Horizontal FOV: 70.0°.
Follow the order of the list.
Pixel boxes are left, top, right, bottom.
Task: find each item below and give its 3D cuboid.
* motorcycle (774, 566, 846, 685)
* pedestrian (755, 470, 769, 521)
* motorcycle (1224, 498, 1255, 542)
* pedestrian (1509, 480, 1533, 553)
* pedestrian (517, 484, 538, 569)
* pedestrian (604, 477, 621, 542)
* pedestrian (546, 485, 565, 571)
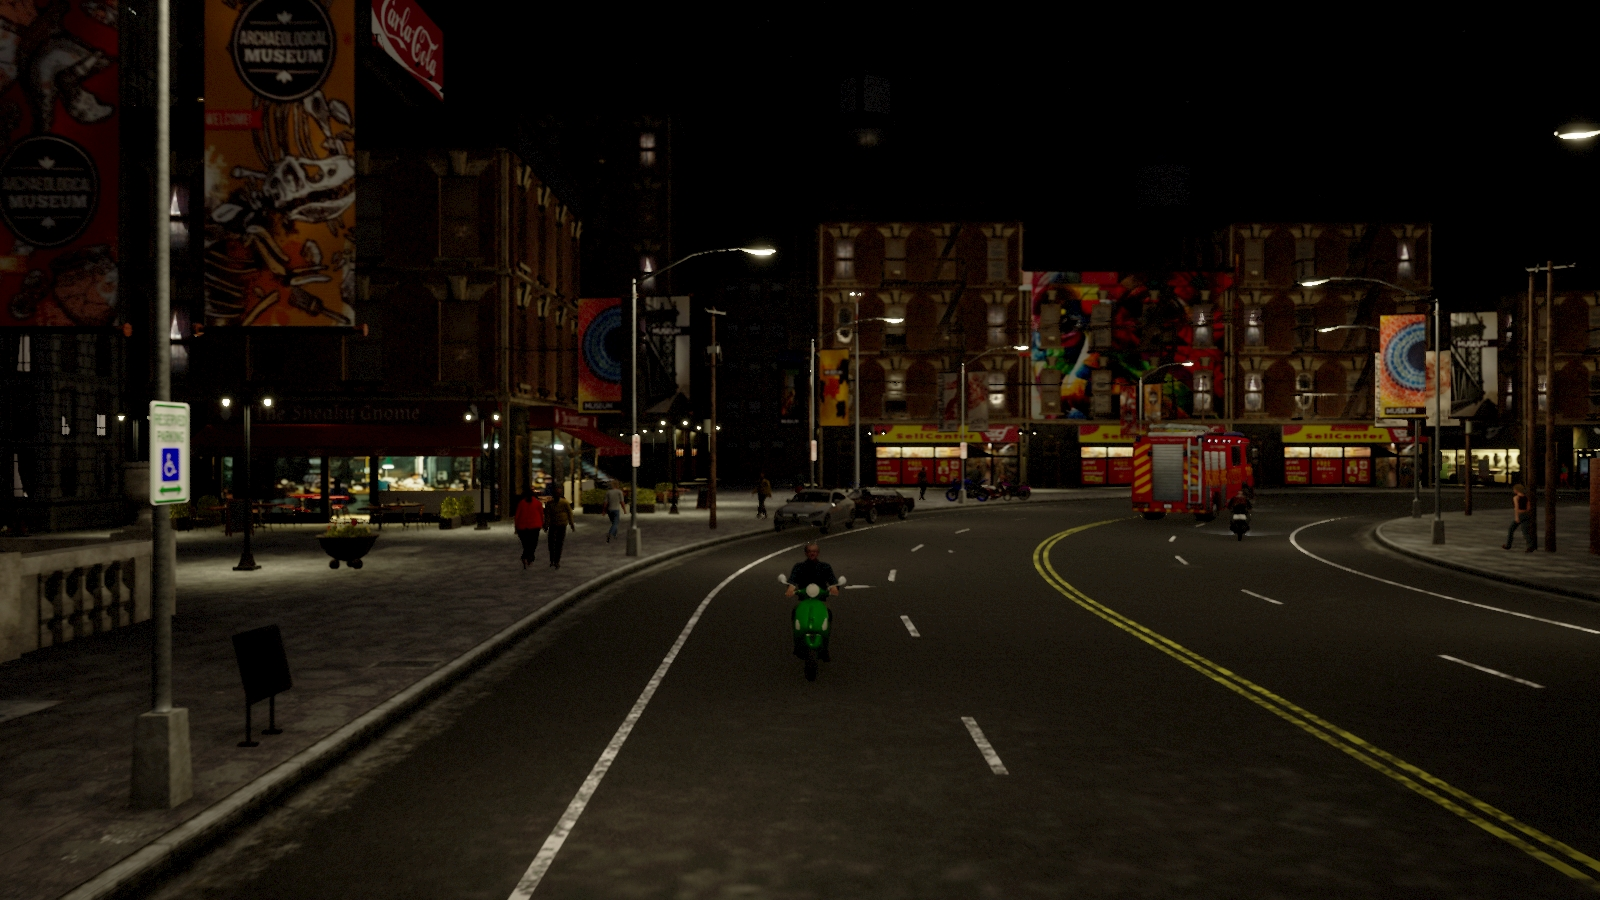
[{"bbox_3d":[0.134,2.182,14.532,0.856,1.236,1.805,0,0,1],"label":"motorcycle"},{"bbox_3d":[-1.409,1.696,42.601,0.375,1.860,0.375,0,0,29],"label":"pedestrian"},{"bbox_3d":[13.970,2.204,36.278,0.867,1.251,2.209,1,0,22],"label":"motorcycle"},{"bbox_3d":[18.577,1.697,29.457,0.375,1.860,0.375,0,0,-6],"label":"pedestrian"},{"bbox_3d":[-6.035,1.696,25.322,0.375,1.860,0.375,0,0,2],"label":"pedestrian"},{"bbox_3d":[-5.371,1.696,32.741,0.375,1.860,0.375,0,0,12],"label":"pedestrian"},{"bbox_3d":[-5.333,1.696,24.946,0.375,1.860,0.375,0,0,-7],"label":"pedestrian"}]
